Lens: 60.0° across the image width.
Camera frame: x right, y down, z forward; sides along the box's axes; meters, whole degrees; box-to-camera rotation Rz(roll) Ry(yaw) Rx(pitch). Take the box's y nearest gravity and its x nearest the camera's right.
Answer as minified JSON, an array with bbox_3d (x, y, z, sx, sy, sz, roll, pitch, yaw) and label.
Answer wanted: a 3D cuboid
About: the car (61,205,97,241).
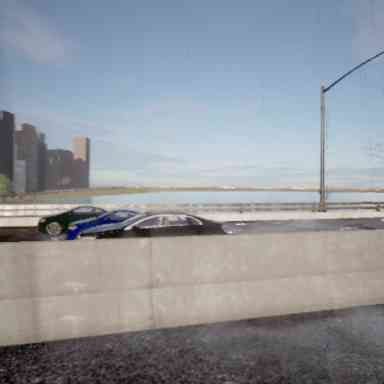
[{"bbox_3d":[-3.173,1.427,14.207,4.181,1.385,1.994,0,1,-16],"label":"car"}]

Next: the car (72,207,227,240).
[{"bbox_3d":[-1.244,1.387,11.113,4.902,1.511,2.128,0,1,-16],"label":"car"}]

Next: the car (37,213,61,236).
[{"bbox_3d":[-5.659,1.394,17.145,4.181,1.385,1.994,0,1,-16],"label":"car"}]
